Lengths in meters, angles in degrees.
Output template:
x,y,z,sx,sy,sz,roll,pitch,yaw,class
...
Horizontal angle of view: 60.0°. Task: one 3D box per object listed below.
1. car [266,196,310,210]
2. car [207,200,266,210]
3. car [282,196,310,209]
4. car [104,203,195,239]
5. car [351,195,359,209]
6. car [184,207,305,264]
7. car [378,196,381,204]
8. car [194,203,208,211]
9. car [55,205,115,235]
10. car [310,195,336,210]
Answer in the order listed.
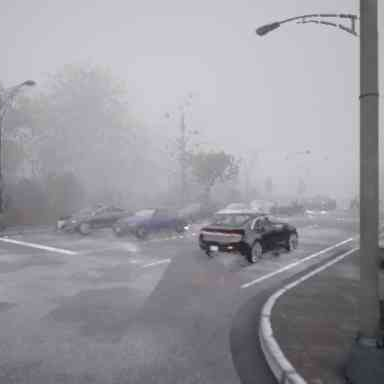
x,y,z,sx,sy,sz,roll,pitch,yaw,class
9.307,1.448,32.175,1.882,1.535,5.008,0,0,39,car
3.445,1.547,24.866,1.812,1.442,4.674,0,0,39,car
13.532,1.345,43.014,1.837,1.490,4.892,0,1,39,car
-2.126,1.553,17.912,1.812,1.442,4.674,0,0,39,car
21.461,1.108,41.657,2.097,1.767,4.553,0,1,37,car
2.199,1.503,12.026,2.128,1.511,4.902,0,0,39,car
27.275,1.151,50.010,1.895,1.301,4.718,0,1,32,car
0.673,1.577,27.006,2.033,1.411,5.357,0,0,39,car
-5.435,1.527,19.404,2.128,1.511,4.902,0,0,39,car
15.665,1.199,40.097,2.097,1.767,4.553,0,1,40,car
